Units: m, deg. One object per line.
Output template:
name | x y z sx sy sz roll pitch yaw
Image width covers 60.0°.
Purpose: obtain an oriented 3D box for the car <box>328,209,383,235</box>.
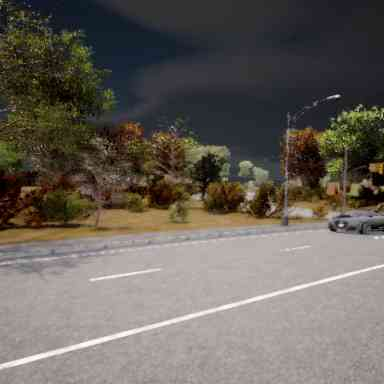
car | 9.906 1.709 19.594 4.181 1.385 1.994 2 -1 -35
